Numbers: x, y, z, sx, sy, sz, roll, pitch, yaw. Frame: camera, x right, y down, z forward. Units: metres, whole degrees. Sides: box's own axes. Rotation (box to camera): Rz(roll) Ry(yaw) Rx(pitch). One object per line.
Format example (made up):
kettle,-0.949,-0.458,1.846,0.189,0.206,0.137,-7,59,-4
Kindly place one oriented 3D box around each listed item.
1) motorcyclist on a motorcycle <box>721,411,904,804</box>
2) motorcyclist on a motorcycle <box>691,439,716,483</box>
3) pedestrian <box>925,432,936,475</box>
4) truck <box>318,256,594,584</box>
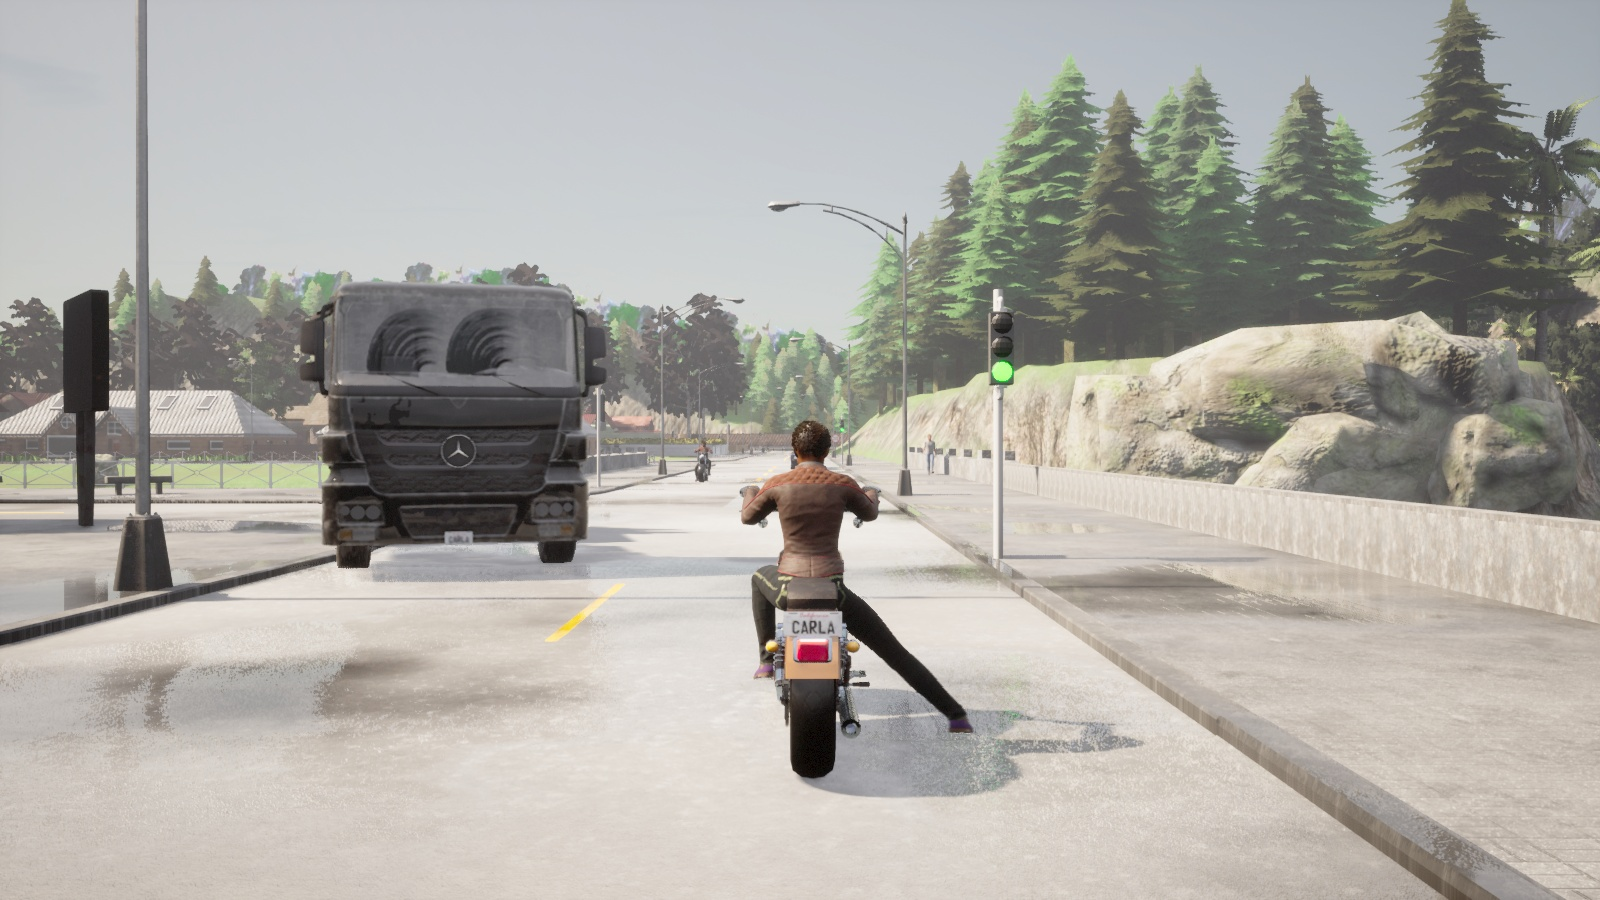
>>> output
motorcyclist on a motorcycle,0.055,0.661,6.446,0.766,1.649,2.350,0,0,0
motorcyclist on a motorcycle,-3.716,0.421,48.349,0.766,1.649,2.350,0,0,0
pedestrian,5.596,0.157,53.812,0.354,1.836,0.706,0,0,-1
truck,-4.784,-0.349,17.461,2.891,3.462,7.936,0,1,-16
